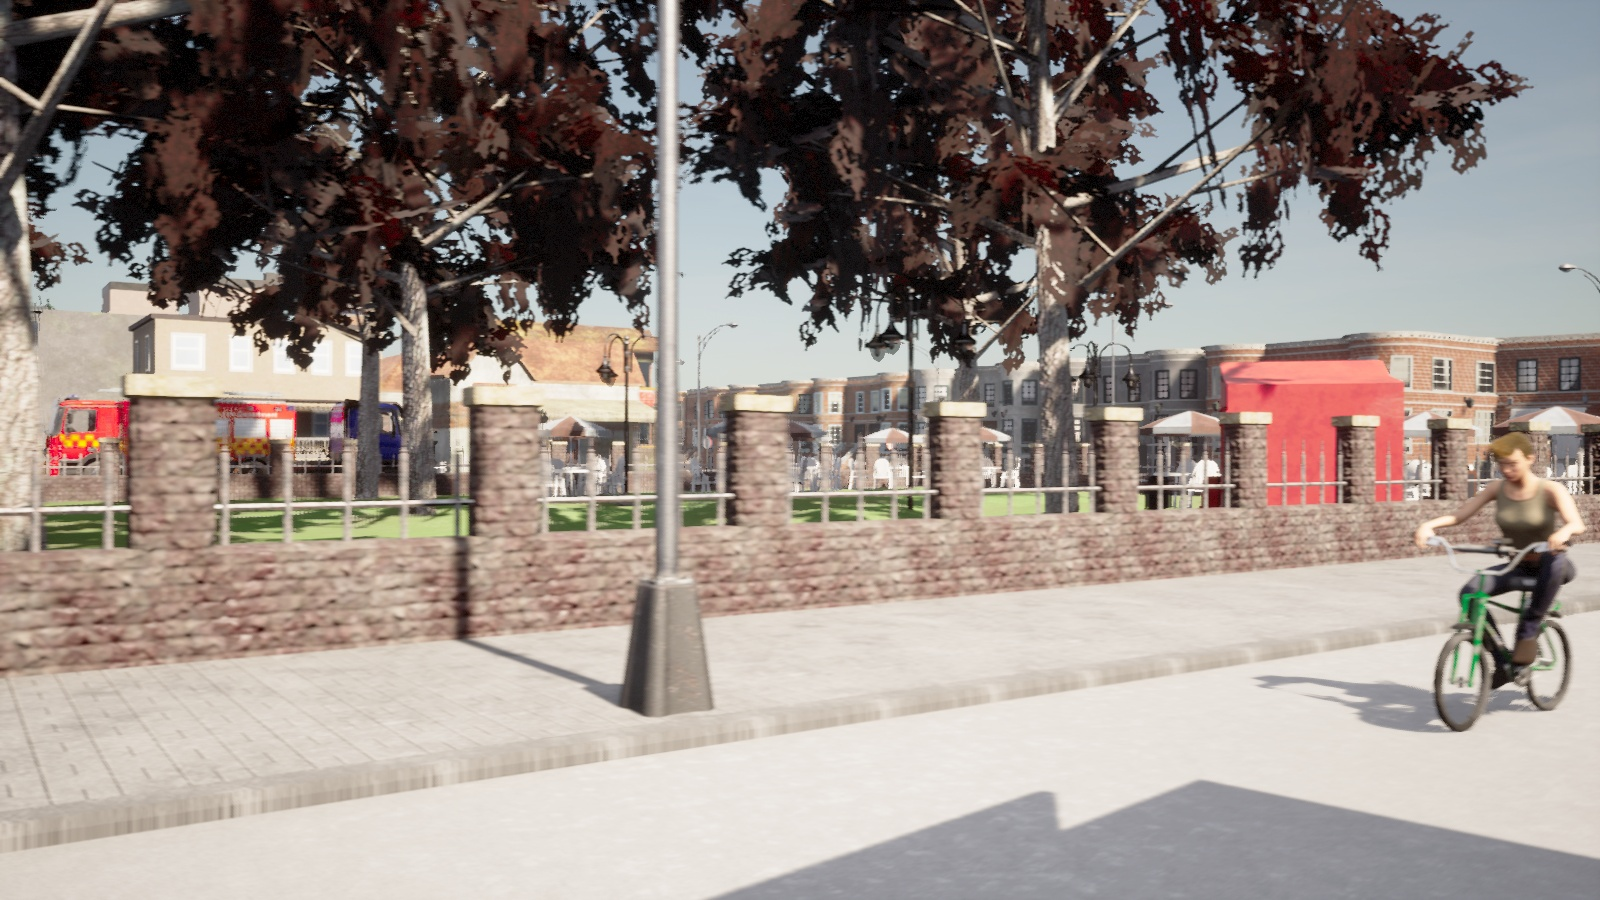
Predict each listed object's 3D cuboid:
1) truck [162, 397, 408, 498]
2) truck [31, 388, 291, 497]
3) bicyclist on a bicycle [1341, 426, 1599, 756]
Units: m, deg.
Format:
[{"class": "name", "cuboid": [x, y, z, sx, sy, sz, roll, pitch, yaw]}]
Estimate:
[{"class": "truck", "cuboid": [-18.878, -0.084, 46.289, 7.936, 3.462, 2.891, 0, 0, -35]}, {"class": "truck", "cuboid": [-24.064, -0.252, 47.553, 8.468, 3.827, 2.891, 0, 0, -35]}, {"class": "bicyclist on a bicycle", "cuboid": [3.824, 0.690, 6.930, 1.509, 1.612, 0.866, 0, 0, -35]}]
